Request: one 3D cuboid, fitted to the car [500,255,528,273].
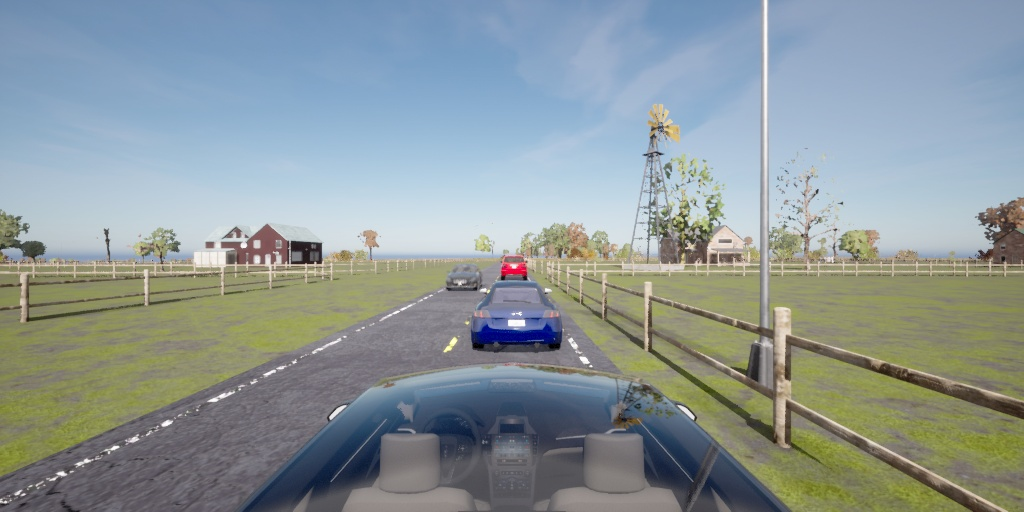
[{"bbox_3d":[0.176,0.966,30.720,2.150,2.045,5.566,0,0,0],"label":"car"}]

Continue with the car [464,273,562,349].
[{"bbox_3d":[0.100,1.313,9.195,1.994,1.385,4.181,0,0,0],"label":"car"}]

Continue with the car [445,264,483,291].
[{"bbox_3d":[-2.795,1.252,21.763,1.837,1.490,4.892,0,0,0],"label":"car"}]
